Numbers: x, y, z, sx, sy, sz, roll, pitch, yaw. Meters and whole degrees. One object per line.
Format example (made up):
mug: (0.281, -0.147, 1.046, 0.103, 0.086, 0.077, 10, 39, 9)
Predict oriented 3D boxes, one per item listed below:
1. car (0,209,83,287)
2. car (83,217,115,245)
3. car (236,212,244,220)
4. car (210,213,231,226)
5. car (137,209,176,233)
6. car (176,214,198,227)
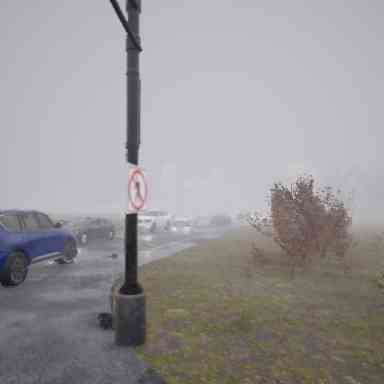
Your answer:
car: (-5.632, 1.572, 10.493, 2.150, 2.045, 5.566, -2, -3, 3)
car: (-6.566, 2.346, 20.670, 1.837, 1.490, 4.892, -1, -3, 17)
car: (9.267, 4.322, 60.183, 1.882, 1.535, 5.008, -1, -3, 17)
car: (3.583, 3.394, 41.395, 2.128, 1.511, 4.902, -1, -3, 17)
car: (-3.692, 2.538, 30.138, 2.150, 2.045, 5.566, -1, -3, 17)
car: (-0.791, 3.321, 39.681, 1.812, 1.442, 4.674, -1, -3, 17)
